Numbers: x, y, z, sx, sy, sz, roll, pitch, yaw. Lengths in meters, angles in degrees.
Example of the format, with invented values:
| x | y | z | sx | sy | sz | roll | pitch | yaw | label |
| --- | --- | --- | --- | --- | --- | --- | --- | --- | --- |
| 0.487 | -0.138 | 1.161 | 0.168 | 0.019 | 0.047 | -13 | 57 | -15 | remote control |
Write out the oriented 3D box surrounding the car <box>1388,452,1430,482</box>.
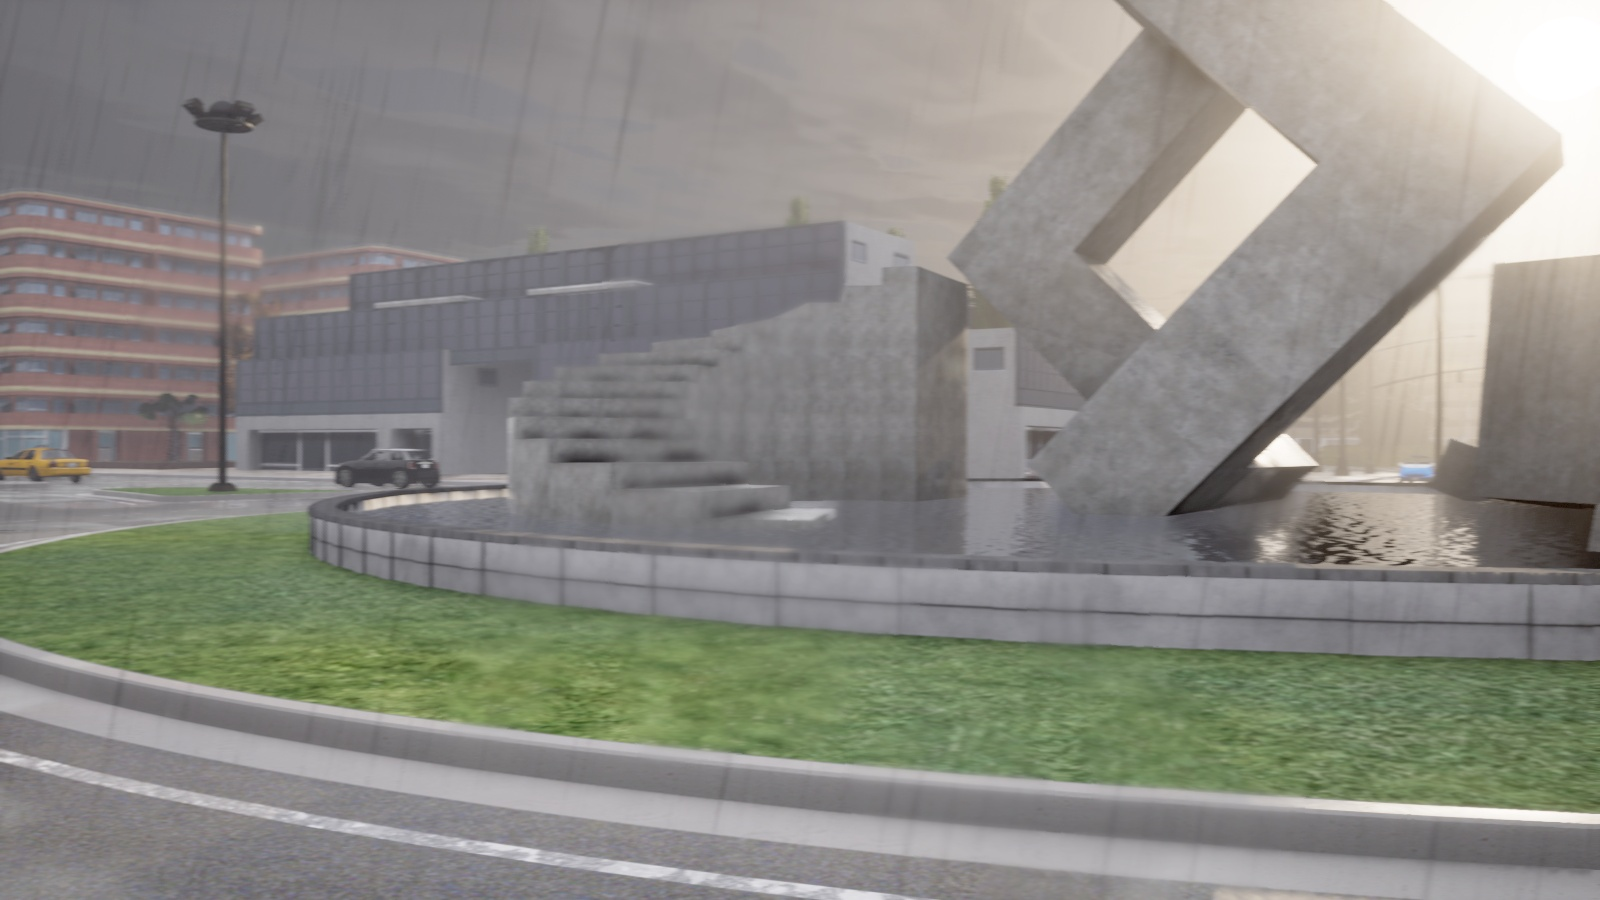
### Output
| x | y | z | sx | sy | sz | roll | pitch | yaw | label |
| --- | --- | --- | --- | --- | --- | --- | --- | --- | --- |
| 28.163 | 0.778 | 58.067 | 1.481 | 1.376 | 2.207 | 0 | 0 | 33 | car |

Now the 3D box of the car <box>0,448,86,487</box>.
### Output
| x | y | z | sx | sy | sz | roll | pitch | yaw | label |
| --- | --- | --- | --- | --- | --- | --- | --- | --- | --- |
| -31.912 | 0.690 | 51.918 | 5.366 | 1.575 | 1.801 | 0 | 0 | 32 | car |

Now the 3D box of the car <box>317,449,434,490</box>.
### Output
| x | y | z | sx | sy | sz | roll | pitch | yaw | label |
| --- | --- | --- | --- | --- | --- | --- | --- | --- | --- |
| -15.877 | 0.710 | 46.998 | 3.806 | 1.475 | 1.970 | 0 | 0 | 23 | car |
